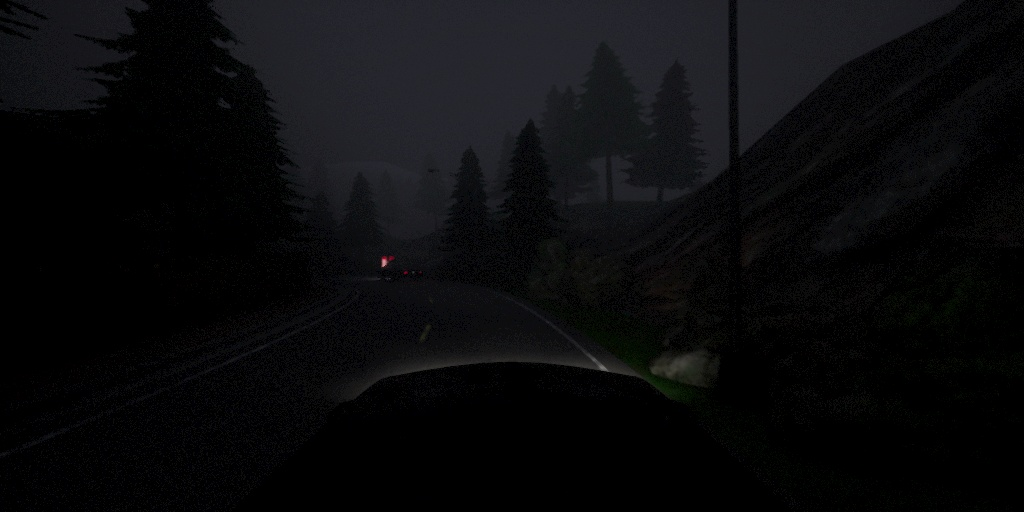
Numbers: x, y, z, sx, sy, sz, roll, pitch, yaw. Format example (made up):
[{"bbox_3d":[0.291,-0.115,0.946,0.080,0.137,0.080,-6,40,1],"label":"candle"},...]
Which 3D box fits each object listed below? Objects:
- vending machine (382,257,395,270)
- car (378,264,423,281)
[{"bbox_3d":[-13.027,1.049,37.894,0.880,2.100,1.100,0,0,32],"label":"vending machine"},{"bbox_3d":[-9.647,1.372,30.722,2.033,1.411,5.357,-1,0,-43],"label":"car"}]
